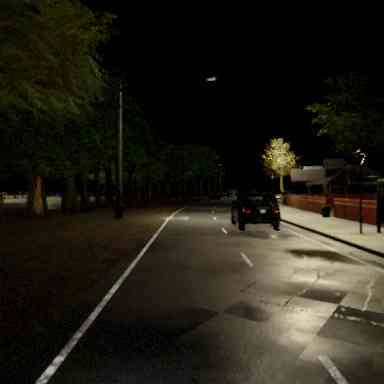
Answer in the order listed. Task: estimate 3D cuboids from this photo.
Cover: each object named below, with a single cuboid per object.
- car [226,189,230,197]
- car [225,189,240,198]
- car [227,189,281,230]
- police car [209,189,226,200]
[{"bbox_3d":[7.777,0.380,74.798,2.150,2.045,5.566,0,1,19],"label":"car"},{"bbox_3d":[9.869,0.302,80.392,2.150,2.045,5.566,0,1,22],"label":"car"},{"bbox_3d":[3.599,1.040,19.532,2.150,2.045,5.566,0,1,0],"label":"car"},{"bbox_3d":[4.792,0.713,65.390,1.930,1.638,5.238,0,1,16],"label":"police car"}]
